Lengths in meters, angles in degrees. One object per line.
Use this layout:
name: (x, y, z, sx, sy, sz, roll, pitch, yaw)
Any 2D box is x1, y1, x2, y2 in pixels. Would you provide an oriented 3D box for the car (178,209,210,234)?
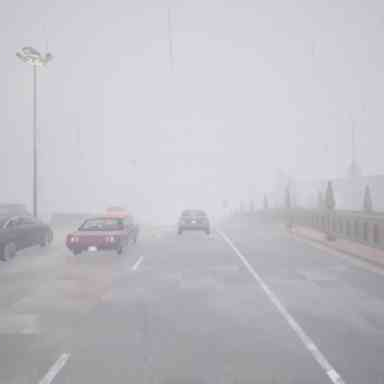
car: (0.104, 1.750, 20.247, 2.033, 1.411, 5.357, 0, -2, 0)

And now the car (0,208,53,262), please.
car: (-6.897, 1.553, 12.384, 2.128, 1.511, 4.902, 0, 0, 0)

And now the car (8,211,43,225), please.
car: (-21.066, 3.332, 42.383, 1.882, 1.535, 5.008, 0, -7, 0)

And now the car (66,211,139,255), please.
car: (-3.397, 1.669, 13.609, 1.895, 1.301, 4.718, 0, 0, 0)

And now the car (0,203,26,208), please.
car: (-17.583, 2.019, 31.304, 2.150, 2.045, 5.566, 0, -4, 0)

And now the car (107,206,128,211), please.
car: (-6.894, 2.166, 31.542, 2.097, 1.767, 4.553, 0, -4, 0)
